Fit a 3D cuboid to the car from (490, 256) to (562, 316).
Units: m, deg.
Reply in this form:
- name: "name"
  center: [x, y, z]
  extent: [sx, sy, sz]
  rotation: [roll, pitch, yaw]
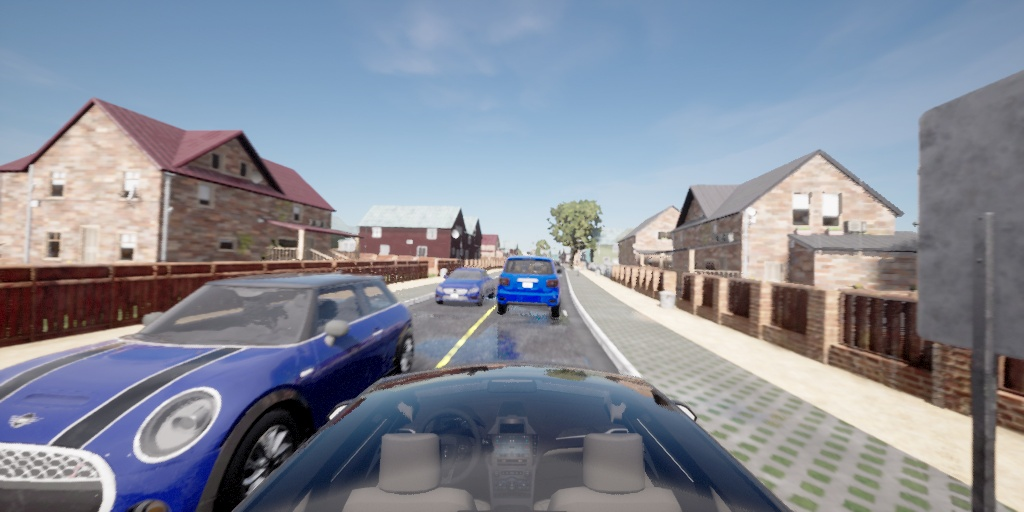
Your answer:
- name: "car"
  center: [0.755, 1.030, 14.005]
  extent: [2.150, 2.045, 5.566]
  rotation: [2, 0, 6]

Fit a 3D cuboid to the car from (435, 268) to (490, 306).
- name: "car"
  center: [-1.905, 1.250, 15.749]
  extent: [1.812, 1.442, 4.674]
  rotation: [2, 0, 6]

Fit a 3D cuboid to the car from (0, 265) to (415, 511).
- name: "car"
  center: [-2.748, 1.015, 4.143]
  extent: [2.097, 1.767, 4.553]
  rotation: [2, 0, 3]
